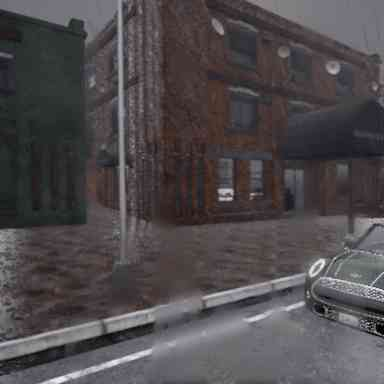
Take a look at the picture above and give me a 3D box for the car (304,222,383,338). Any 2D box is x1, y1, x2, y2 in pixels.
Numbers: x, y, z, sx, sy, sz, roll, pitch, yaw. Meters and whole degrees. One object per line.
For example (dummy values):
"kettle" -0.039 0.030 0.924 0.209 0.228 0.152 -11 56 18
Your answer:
"car" 4.216 1.355 6.386 4.553 1.767 2.097 0 0 -36
